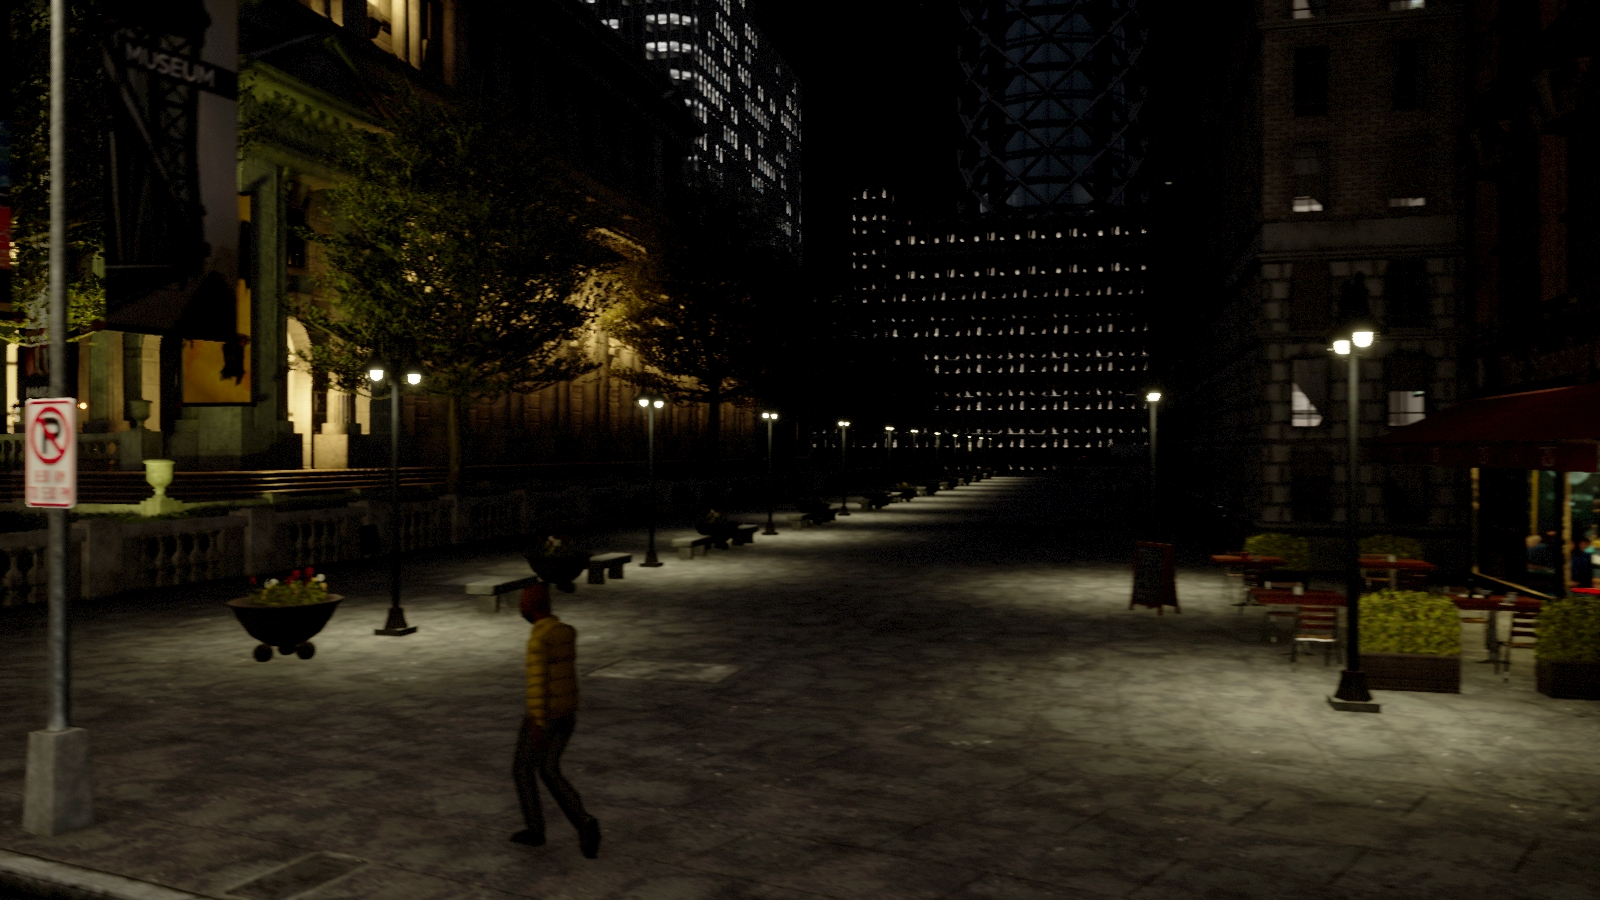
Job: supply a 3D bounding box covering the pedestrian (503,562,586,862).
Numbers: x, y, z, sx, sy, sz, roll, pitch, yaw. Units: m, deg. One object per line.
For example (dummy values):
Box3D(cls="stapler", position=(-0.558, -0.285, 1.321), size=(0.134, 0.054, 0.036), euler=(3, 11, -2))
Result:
Box3D(cls="pedestrian", position=(-1.685, 1.695, 7.539), size=(0.375, 1.860, 0.375), euler=(0, 0, 31))
